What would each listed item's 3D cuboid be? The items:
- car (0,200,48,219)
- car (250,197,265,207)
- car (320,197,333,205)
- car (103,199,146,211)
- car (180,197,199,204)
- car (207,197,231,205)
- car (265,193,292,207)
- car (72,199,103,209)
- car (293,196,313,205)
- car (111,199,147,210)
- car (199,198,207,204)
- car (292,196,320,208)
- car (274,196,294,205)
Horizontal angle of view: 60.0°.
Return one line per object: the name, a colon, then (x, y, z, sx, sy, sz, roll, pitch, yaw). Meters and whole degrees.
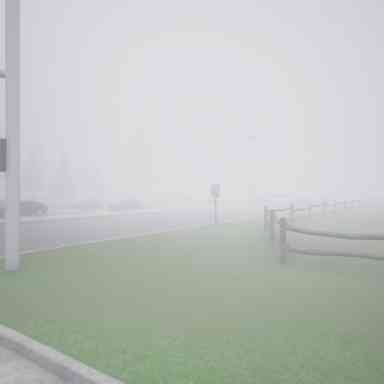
car: (-15.231, 1.505, 29.319, 1.837, 1.490, 4.892, 0, 0, 35)
car: (10.880, 1.492, 52.413, 2.128, 1.511, 4.902, 0, 0, 36)
car: (22.480, 1.547, 56.575, 2.033, 1.411, 5.357, 0, 0, 36)
car: (-8.016, 1.562, 39.669, 1.994, 1.385, 4.181, 0, 0, 35)
car: (-0.355, 1.564, 62.639, 1.994, 1.385, 4.181, 0, 0, 37)
car: (5.132, 1.525, 58.291, 1.812, 1.442, 4.674, 0, 0, 36)
car: (13.554, 1.221, 50.132, 2.150, 2.045, 5.566, 0, 0, 38)
car: (-13.651, 1.563, 43.825, 1.994, 1.385, 4.181, 0, 0, 35)
car: (19.662, 1.478, 58.651, 1.882, 1.535, 5.008, 0, 0, 36)
car: (-8.472, 1.601, 45.135, 1.895, 1.301, 4.718, 0, 0, 35)
car: (3.727, 1.568, 62.294, 1.994, 1.385, 4.181, 0, 0, 36)
car: (16.676, 1.564, 48.480, 1.994, 1.385, 4.181, 0, 0, 36)
car: (16.844, 1.478, 60.727, 1.882, 1.535, 5.008, 0, 0, 36)
